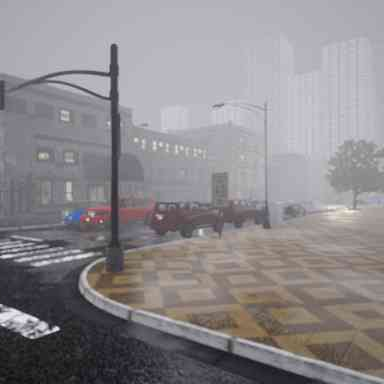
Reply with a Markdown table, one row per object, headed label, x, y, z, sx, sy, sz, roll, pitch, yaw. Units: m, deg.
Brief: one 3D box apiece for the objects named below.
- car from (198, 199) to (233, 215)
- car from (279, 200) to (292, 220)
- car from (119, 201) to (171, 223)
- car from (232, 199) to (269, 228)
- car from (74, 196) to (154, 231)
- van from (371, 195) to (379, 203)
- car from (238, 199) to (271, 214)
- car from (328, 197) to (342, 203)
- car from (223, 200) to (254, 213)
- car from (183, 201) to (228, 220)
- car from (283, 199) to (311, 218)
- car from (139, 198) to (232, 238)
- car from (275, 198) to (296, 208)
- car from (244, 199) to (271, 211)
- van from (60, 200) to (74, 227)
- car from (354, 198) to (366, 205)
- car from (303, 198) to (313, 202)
| label | x | y | z | sx | sy | sz | roll | pitch | yaw |
| --- | --- | --- | --- | --- | --- | --- | --- | --- | --- |
| car | 2.611 | 1.582 | 36.382 | 1.967 | 1.590 | 4.097 | -1 | -1 | 35 |
| car | 6.243 | 1.623 | 27.025 | 1.887 | 1.381 | 4.507 | -1 | -1 | 35 |
| car | -3.790 | 1.543 | 27.376 | 1.967 | 1.590 | 4.097 | -1 | -1 | 35 |
| car | 3.042 | 1.374 | 22.525 | 2.192 | 1.841 | 5.009 | -1 | -1 | 35 |
| car | -4.538 | 1.295 | 21.851 | 2.150 | 2.045 | 5.566 | 0 | 0 | 35 |
| van | 44.645 | 1.701 | 81.060 | 1.690 | 1.788 | 3.998 | -1 | -1 | 35 |
| car | 7.348 | 1.650 | 38.545 | 1.837 | 1.490 | 4.892 | 0 | 0 | 36 |
| car | 34.613 | 1.927 | 81.407 | 2.008 | 1.369 | 4.403 | -1 | -1 | 35 |
| car | 5.811 | 1.713 | 40.883 | 2.008 | 1.369 | 4.403 | -1 | -1 | 35 |
| car | 1.307 | 1.632 | 30.055 | 1.812 | 1.442 | 4.674 | 0 | 0 | 36 |
| car | 9.444 | 1.664 | 31.528 | 1.947 | 1.339 | 4.313 | -1 | -1 | 35 |
| car | -0.158 | 1.356 | 18.022 | 2.192 | 1.841 | 5.009 | -1 | -1 | 35 |
| car | 15.313 | 1.754 | 54.252 | 1.752 | 1.417 | 4.829 | -1 | -1 | 35 |
| car | 9.012 | 1.734 | 45.386 | 2.008 | 1.369 | 4.403 | -1 | -1 | 35 |
| van | -6.990 | 1.426 | 22.874 | 1.690 | 1.788 | 3.998 | -1 | -1 | 35 |
| car | 31.845 | 1.808 | 63.047 | 2.008 | 1.369 | 4.403 | -1 | -1 | 35 |
| car | 21.813 | 1.827 | 63.397 | 2.008 | 1.369 | 4.403 | -1 | -1 | 35 |
